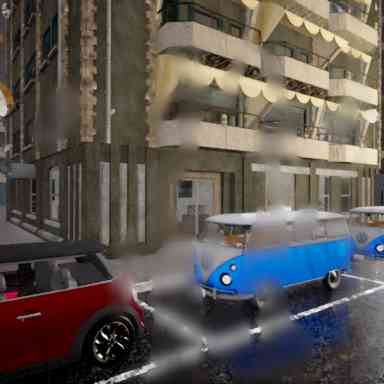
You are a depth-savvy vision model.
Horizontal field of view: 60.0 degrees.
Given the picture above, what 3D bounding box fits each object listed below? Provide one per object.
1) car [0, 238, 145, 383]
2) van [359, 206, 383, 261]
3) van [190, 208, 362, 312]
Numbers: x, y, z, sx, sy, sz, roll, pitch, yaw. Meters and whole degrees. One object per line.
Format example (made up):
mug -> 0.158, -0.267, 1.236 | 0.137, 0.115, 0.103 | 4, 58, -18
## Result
car -> -2.755, 1.440, 4.127 | 4.097, 1.590, 1.967 | 0, 0, -36
van -> 6.496, 1.344, 10.754 | 3.998, 1.788, 1.690 | 0, 0, -36
van -> 1.870, 1.342, 7.441 | 3.998, 1.788, 1.690 | 0, 0, -36
